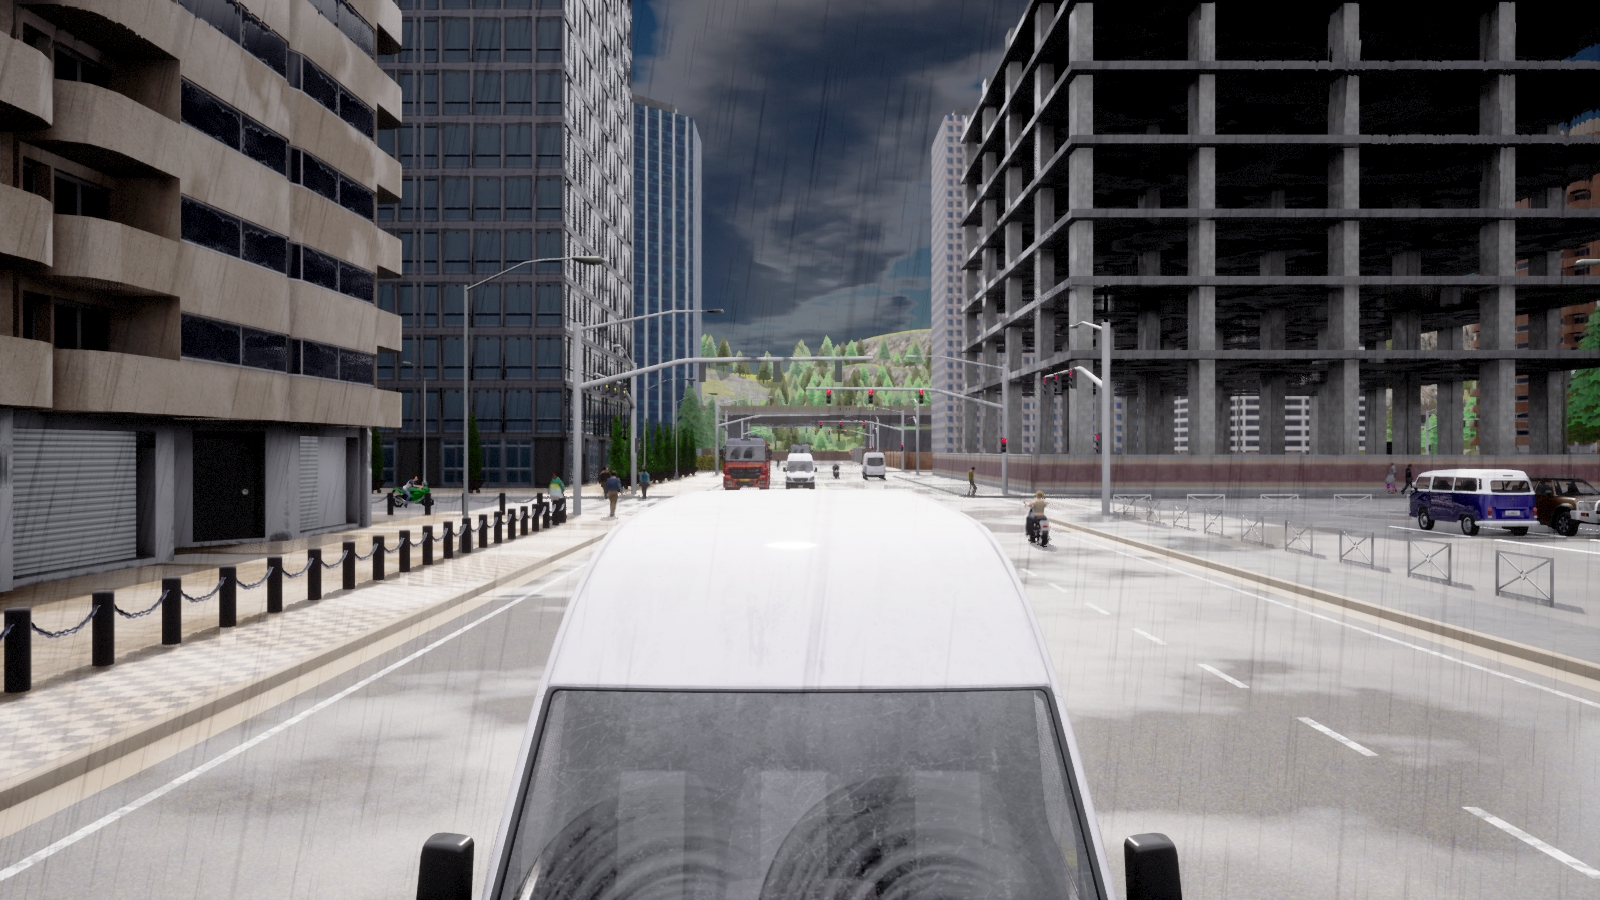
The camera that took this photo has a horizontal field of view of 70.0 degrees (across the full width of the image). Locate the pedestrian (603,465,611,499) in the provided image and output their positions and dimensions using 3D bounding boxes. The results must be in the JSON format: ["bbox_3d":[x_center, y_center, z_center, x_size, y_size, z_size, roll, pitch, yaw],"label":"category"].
[{"bbox_3d":[-10.712,1.793,63.468,0.375,1.860,0.375,0,0,-21],"label":"pedestrian"}]

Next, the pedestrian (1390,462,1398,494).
[{"bbox_3d":[34.963,1.642,67.272,0.375,1.860,0.375,0,0,25],"label":"pedestrian"}]

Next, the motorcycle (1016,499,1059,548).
[{"bbox_3d":[7.002,2.155,33.790,0.764,1.307,2.356,0,0,0],"label":"motorcycle"}]

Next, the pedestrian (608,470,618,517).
[{"bbox_3d":[-7.315,1.697,44.671,0.375,1.860,0.375,0,0,-4],"label":"pedestrian"}]

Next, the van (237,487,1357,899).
[{"bbox_3d":[-0.002,1.534,4.985,1.988,2.561,5.915,0,0,0],"label":"van"}]

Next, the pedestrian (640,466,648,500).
[{"bbox_3d":[-8.529,1.796,62.542,0.375,1.860,0.375,0,0,0],"label":"pedestrian"}]

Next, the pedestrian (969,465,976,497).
[{"bbox_3d":[10.107,1.837,66.969,0.375,1.860,0.375,0,0,-3],"label":"pedestrian"}]

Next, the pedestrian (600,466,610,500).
[{"bbox_3d":[-10.613,1.793,62.144,0.375,1.860,0.375,0,0,-37],"label":"pedestrian"}]

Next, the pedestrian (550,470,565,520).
[{"bbox_3d":[-9.062,1.679,42.680,0.375,1.860,0.375,0,0,29],"label":"pedestrian"}]

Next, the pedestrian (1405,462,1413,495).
[{"bbox_3d":[35.232,1.641,66.111,0.375,1.860,0.375,0,0,22],"label":"pedestrian"}]

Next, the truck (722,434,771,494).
[{"bbox_3d":[-3.496,0.891,77.013,2.891,3.827,8.468,0,0,0],"label":"truck"}]
